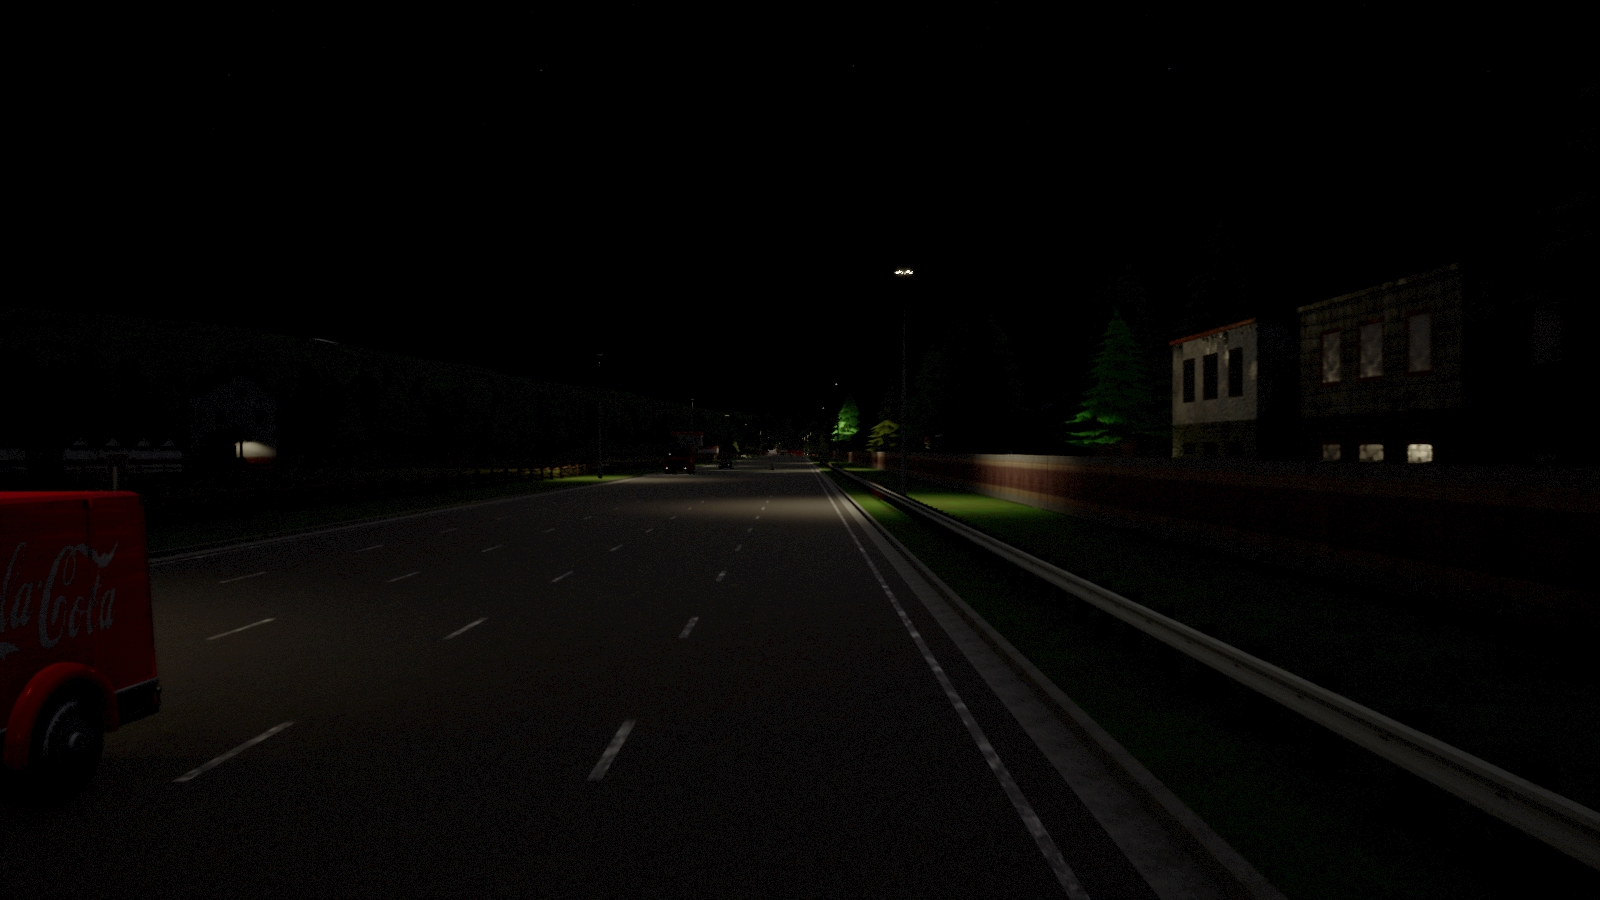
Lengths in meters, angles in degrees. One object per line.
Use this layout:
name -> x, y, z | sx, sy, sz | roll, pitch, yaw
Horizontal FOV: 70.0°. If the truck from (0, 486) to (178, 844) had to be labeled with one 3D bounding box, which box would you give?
truck -> -7.000, 1.567, 7.840 | 2.627, 2.467, 5.204 | 0, 0, 0
